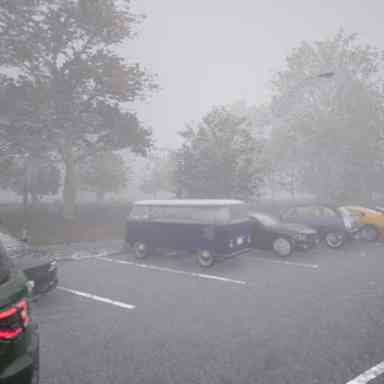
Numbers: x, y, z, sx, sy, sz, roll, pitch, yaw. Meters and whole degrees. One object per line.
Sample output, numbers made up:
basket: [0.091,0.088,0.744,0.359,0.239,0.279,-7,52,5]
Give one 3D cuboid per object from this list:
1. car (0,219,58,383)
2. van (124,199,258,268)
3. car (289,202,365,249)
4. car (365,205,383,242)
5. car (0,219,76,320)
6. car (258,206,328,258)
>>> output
car: [-3.947,1.232,1.956,5.566,2.045,2.150,0,0,-36]
van: [-0.354,1.228,11.054,4.442,1.987,1.878,-1,0,35]
car: [4.653,1.297,14.352,4.553,1.767,2.185,-1,0,35]
car: [7.086,1.410,16.047,5.008,1.535,2.097,-1,0,36]
car: [-5.109,1.484,7.575,5.008,1.535,2.097,-1,-1,34]
car: [2.185,1.437,12.696,5.008,1.535,2.097,-1,-1,35]
